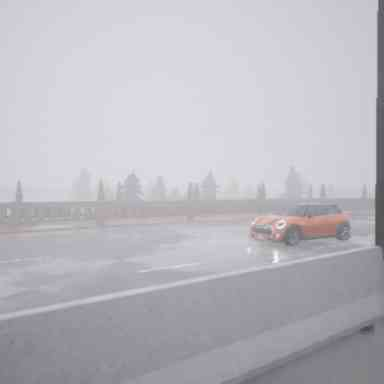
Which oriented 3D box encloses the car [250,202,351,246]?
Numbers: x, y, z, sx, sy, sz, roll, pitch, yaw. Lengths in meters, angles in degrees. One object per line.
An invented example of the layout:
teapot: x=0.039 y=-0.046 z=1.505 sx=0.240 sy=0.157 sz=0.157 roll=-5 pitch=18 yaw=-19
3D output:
car: x=4.822 y=1.280 z=14.776 sx=4.553 sy=1.767 sz=2.097 roll=0 pitch=0 yaw=-27
